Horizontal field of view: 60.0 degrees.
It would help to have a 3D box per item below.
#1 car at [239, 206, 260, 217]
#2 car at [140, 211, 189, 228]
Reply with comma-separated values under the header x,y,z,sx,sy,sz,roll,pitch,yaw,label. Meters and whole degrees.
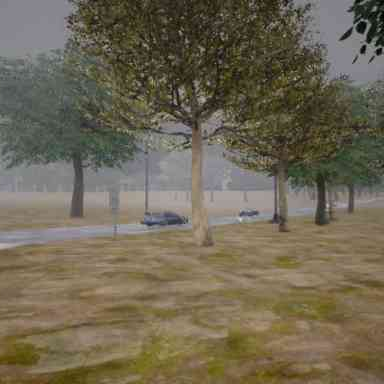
x,y,z,sx,sy,sz,roll,pitch,yaw,label
9.668,3.208,55.914,2.097,1.767,4.553,-2,-2,33,car
-2.463,2.498,30.817,2.033,1.411,5.357,-2,-3,33,car
